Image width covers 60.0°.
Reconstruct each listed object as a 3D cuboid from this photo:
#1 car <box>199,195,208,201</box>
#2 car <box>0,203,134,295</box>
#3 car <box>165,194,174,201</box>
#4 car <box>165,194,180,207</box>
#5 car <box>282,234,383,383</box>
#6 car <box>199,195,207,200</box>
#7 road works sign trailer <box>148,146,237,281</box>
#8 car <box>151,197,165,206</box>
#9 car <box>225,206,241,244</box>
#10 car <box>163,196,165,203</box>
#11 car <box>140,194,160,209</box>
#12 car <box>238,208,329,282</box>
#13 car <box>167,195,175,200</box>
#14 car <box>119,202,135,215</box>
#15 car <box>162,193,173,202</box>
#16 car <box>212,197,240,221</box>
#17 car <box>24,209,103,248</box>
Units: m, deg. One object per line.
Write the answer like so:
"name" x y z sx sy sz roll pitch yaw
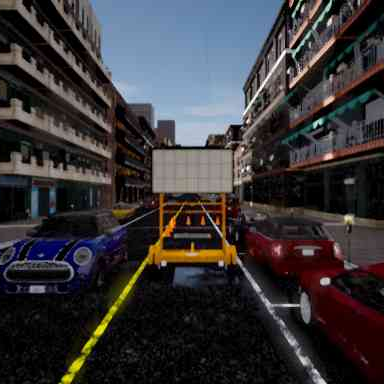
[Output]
"car" 2.807 1.436 77.489 1.752 1.417 4.829 0 0 0
"car" -3.086 1.344 8.871 2.097 1.767 4.553 0 0 0
"car" -5.566 1.344 82.971 1.967 1.590 4.097 0 0 0
"car" -3.014 1.472 50.593 1.812 1.442 4.674 0 0 0
"car" 2.699 1.541 4.046 1.887 1.381 4.507 0 0 0
"car" 2.823 1.440 88.592 1.887 1.381 4.507 0 0 0
"road works sign trailer" 0.016 0.456 9.818 2.380 3.560 2.880 0 0 0
"car" -5.608 1.523 54.790 1.802 1.307 4.206 0 0 0
"car" 2.715 1.537 15.318 2.008 1.369 4.403 0 0 0
"car" -5.615 1.263 49.154 2.192 1.841 5.009 0 0 0
"car" -5.624 1.395 43.517 1.967 1.590 4.097 0 0 0
"car" 2.707 1.432 9.683 1.967 1.590 4.097 0 0 0
"car" -5.557 1.440 88.608 1.887 1.381 4.507 0 0 0
"car" -5.649 1.500 26.437 1.752 1.417 4.829 0 0 0
"car" -5.573 1.226 77.335 2.192 1.841 5.009 0 0 0
"car" 2.733 1.289 26.591 2.192 1.841 5.009 0 0 0
"car" -5.666 1.552 15.334 1.947 1.339 4.313 0 0 0
